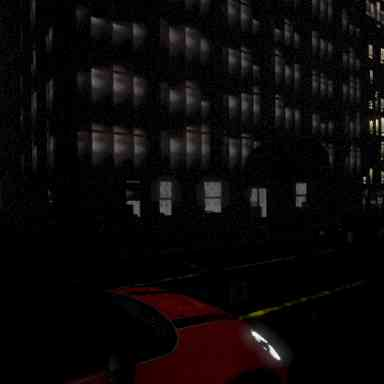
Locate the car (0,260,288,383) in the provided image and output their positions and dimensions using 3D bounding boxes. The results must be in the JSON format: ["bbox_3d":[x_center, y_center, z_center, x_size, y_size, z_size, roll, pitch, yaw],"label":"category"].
[{"bbox_3d":[-1.336,1.351,2.481,4.553,1.767,2.097,0,0,-36],"label":"car"}]

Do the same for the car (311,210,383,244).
[{"bbox_3d":[7.474,1.542,15.764,4.507,1.381,1.887,0,-1,-35],"label":"car"}]
